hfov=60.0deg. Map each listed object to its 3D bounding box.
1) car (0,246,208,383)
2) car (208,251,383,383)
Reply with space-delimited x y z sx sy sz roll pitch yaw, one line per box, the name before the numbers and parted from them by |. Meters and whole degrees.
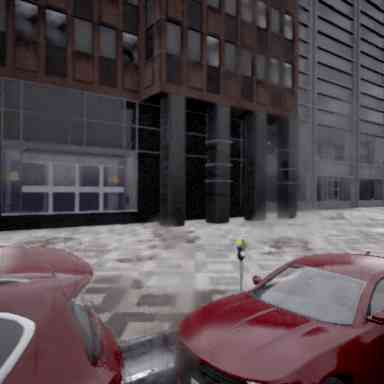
car | -2.615 1.302 1.123 5.009 1.841 2.192 0 0 -35
car | 1.893 1.538 4.317 4.507 1.381 1.887 0 0 -35
